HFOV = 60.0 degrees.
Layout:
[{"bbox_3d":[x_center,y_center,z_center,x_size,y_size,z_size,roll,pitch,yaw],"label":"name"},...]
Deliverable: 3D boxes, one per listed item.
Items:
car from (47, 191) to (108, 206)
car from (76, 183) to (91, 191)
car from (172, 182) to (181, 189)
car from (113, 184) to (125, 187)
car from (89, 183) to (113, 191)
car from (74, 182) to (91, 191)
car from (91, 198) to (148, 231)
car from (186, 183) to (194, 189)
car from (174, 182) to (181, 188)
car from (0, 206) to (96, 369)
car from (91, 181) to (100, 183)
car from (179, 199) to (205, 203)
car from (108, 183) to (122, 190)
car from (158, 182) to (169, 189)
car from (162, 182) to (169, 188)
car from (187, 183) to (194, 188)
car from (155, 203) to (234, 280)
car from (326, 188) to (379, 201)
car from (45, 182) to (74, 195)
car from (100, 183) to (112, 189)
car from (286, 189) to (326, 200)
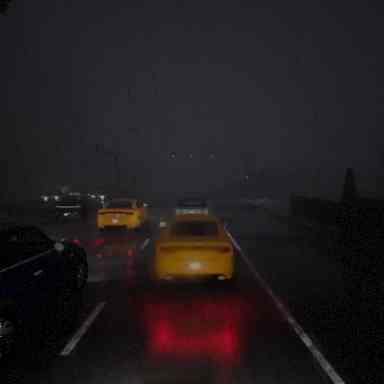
[{"bbox_3d":[-7.009,0.947,20.906,2.128,1.511,4.902,0,2,0],"label":"car"},{"bbox_3d":[-17.880,-0.431,57.318,1.812,1.442,4.674,0,2,0],"label":"car"},{"bbox_3d":[-3.965,-1.556,84.707,1.882,1.535,5.008,0,2,0],"label":"car"},{"bbox_3d":[-14.383,-0.657,61.905,1.882,1.535,5.008,0,2,0],"label":"car"},{"bbox_3d":[-14.338,-0.268,52.596,1.837,1.490,4.892,0,2,-1],"label":"car"},{"bbox_3d":[-21.357,-0.682,62.916,2.128,1.511,4.902,0,2,0],"label":"car"},{"bbox_3d":[-3.489,1.064,17.493,1.882,1.535,5.008,0,2,0],"label":"car"},{"bbox_3d":[-0.468,-1.512,85.188,2.128,1.511,4.902,0,2,0],"label":"car"},{"bbox_3d":[-4.023,-2.034,95.116,1.837,1.490,4.892,0,2,0],"label":"car"},{"bbox_3d":[-3.431,1.330,5.799,2.097,1.767,4.553,0,1,0],"label":"car"},{"bbox_3d":[-21.399,-1.333,72.812,2.150,2.045,5.566,0,2,0],"label":"car"},{"bbox_3d":[-0.007,1.067,20.664,1.895,1.301,4.718,0,2,0],"label":"car"},{"bbox_3d":[-17.925,-1.213,77.463,2.128,1.511,4.902,0,2,0],"label":"car"},{"bbox_3d":[-7.465,-1.505,84.689,2.128,1.511,4.902,0,2,0],"label":"car"},{"bbox_3d":[-7.523,-2.033,95.097,1.837,1.490,4.892,0,2,0],"label":"car"},{"bbox_3d":[-0.523,-1.884,95.138,2.033,1.411,5.357,0,2,0],"label":"car"},{"bbox_3d":[0.050,1.355,9.669,1.882,1.535,5.008,0,2,0],"label":"car"},{"bbox_3d":[17.753,0.350,36.327,4.902,1.511,2.128,0,2,2],"label":"car"},{"bbox_3d":[-21.370,-0.570,53.059,2.150,2.045,5.566,0,2,0],"label":"car"},{"bbox_3d":[-21.456,-1.432,83.023,1.812,1.442,4.674,0,2,0],"label":"car"},{"bbox_3d":[13.901,0.318,39.962,4.718,1.301,1.895,0,2,2],"label":"car"}]
